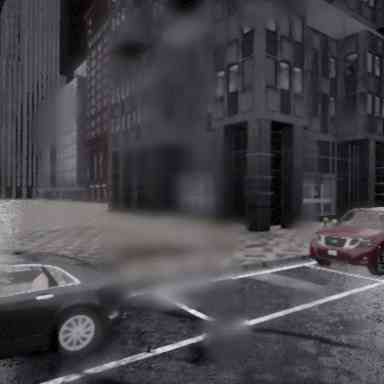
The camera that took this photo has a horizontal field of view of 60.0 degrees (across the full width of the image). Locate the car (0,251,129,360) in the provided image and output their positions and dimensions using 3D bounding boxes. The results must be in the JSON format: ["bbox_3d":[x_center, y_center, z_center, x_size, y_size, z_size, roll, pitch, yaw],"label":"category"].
[{"bbox_3d":[-3.044,1.551,4.481,4.403,1.369,2.008,1,-1,-36],"label":"car"}]

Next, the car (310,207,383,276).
[{"bbox_3d":[6.078,1.449,10.992,5.009,1.841,2.192,1,-1,-36],"label":"car"}]
